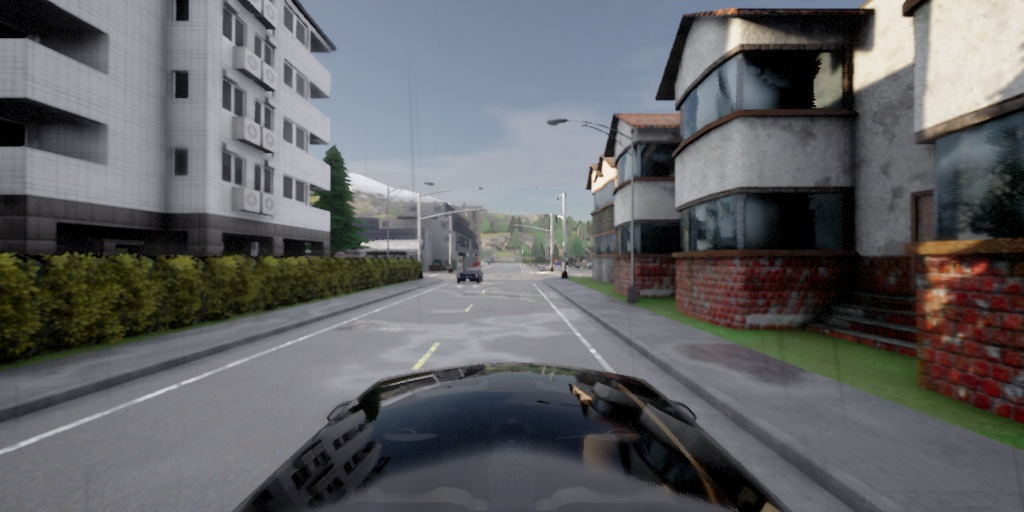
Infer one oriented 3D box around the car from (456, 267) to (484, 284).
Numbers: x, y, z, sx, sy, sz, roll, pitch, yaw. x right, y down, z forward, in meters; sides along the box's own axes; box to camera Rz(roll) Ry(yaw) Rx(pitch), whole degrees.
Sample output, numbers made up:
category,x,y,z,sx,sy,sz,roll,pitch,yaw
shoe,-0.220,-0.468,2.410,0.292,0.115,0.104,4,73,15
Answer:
category,x,y,z,sx,sy,sz,roll,pitch,yaw
car,-3.501,1.620,30.446,1.895,1.301,4.718,0,-1,0
